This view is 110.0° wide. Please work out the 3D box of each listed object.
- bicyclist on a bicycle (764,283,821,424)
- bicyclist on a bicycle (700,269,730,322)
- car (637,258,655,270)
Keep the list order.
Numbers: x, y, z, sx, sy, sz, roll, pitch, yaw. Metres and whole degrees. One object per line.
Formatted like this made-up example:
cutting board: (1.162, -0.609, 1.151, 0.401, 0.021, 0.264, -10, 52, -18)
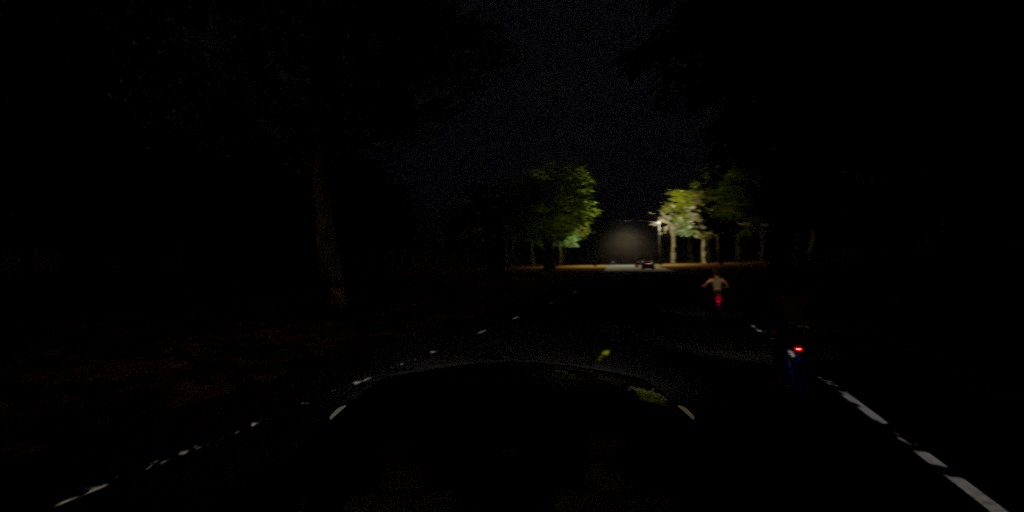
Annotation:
bicyclist on a bicycle: (3.698, 1.187, 4.749, 0.582, 1.620, 1.656, -1, -1, 23)
bicyclist on a bicycle: (6.441, 1.198, 11.326, 0.866, 1.612, 1.509, -1, 1, 22)
car: (22.142, 1.447, 58.553, 2.128, 1.511, 4.902, -1, -1, 17)
